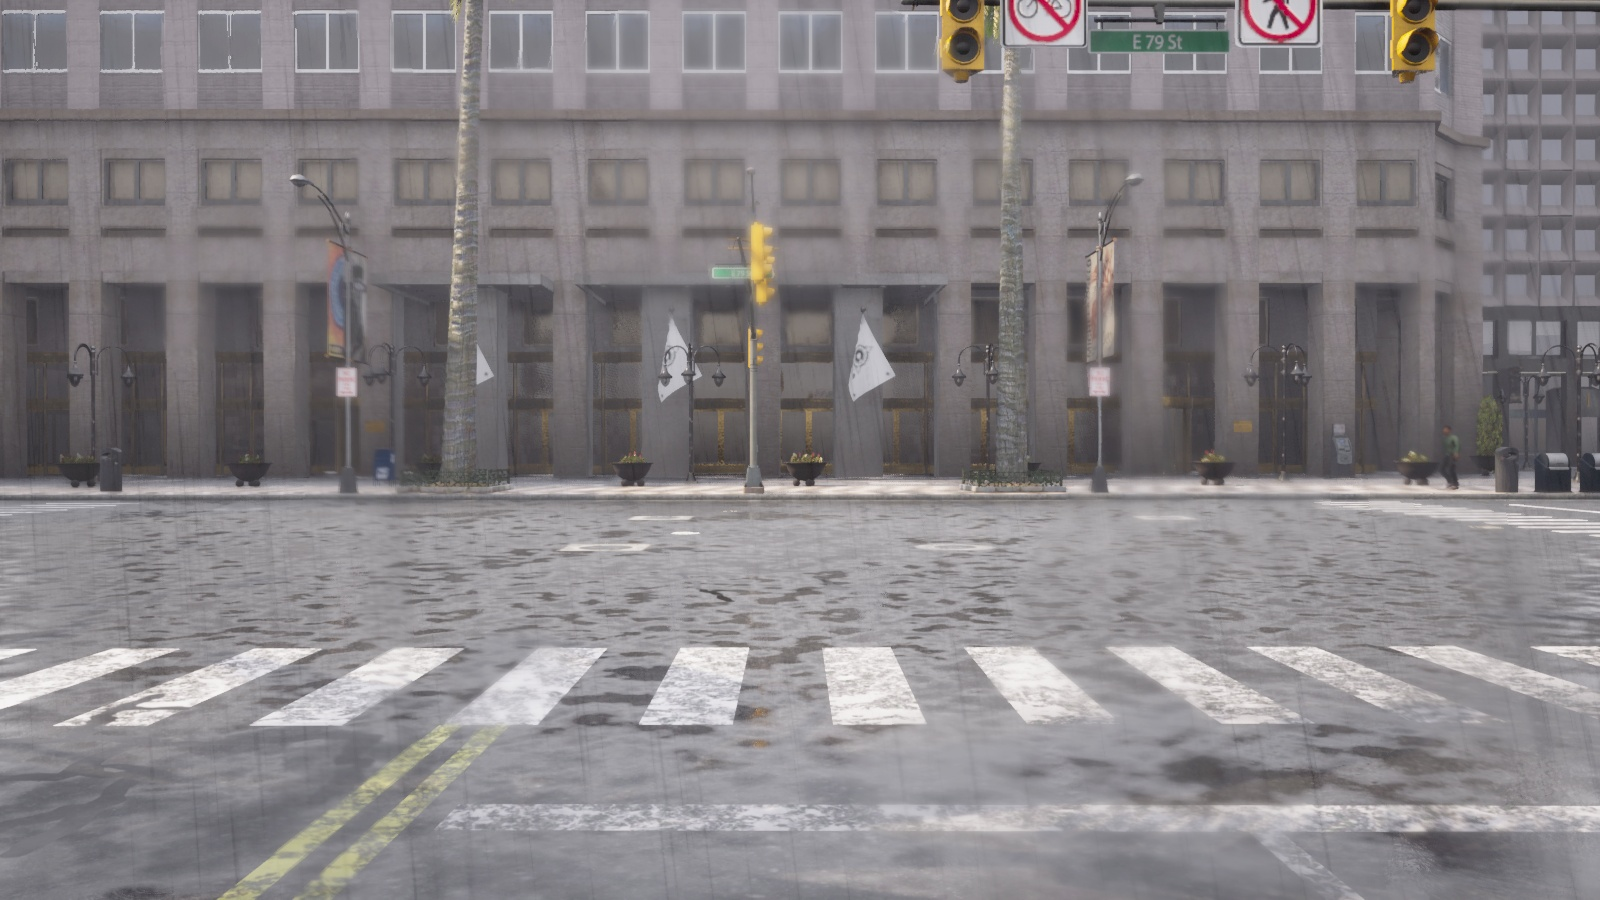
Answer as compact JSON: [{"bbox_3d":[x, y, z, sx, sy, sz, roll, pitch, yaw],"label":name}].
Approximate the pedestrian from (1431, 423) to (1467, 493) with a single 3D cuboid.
[{"bbox_3d":[18.121,0.220,35.068,0.788,1.949,0.423,0,0,-10],"label":"pedestrian"}]
